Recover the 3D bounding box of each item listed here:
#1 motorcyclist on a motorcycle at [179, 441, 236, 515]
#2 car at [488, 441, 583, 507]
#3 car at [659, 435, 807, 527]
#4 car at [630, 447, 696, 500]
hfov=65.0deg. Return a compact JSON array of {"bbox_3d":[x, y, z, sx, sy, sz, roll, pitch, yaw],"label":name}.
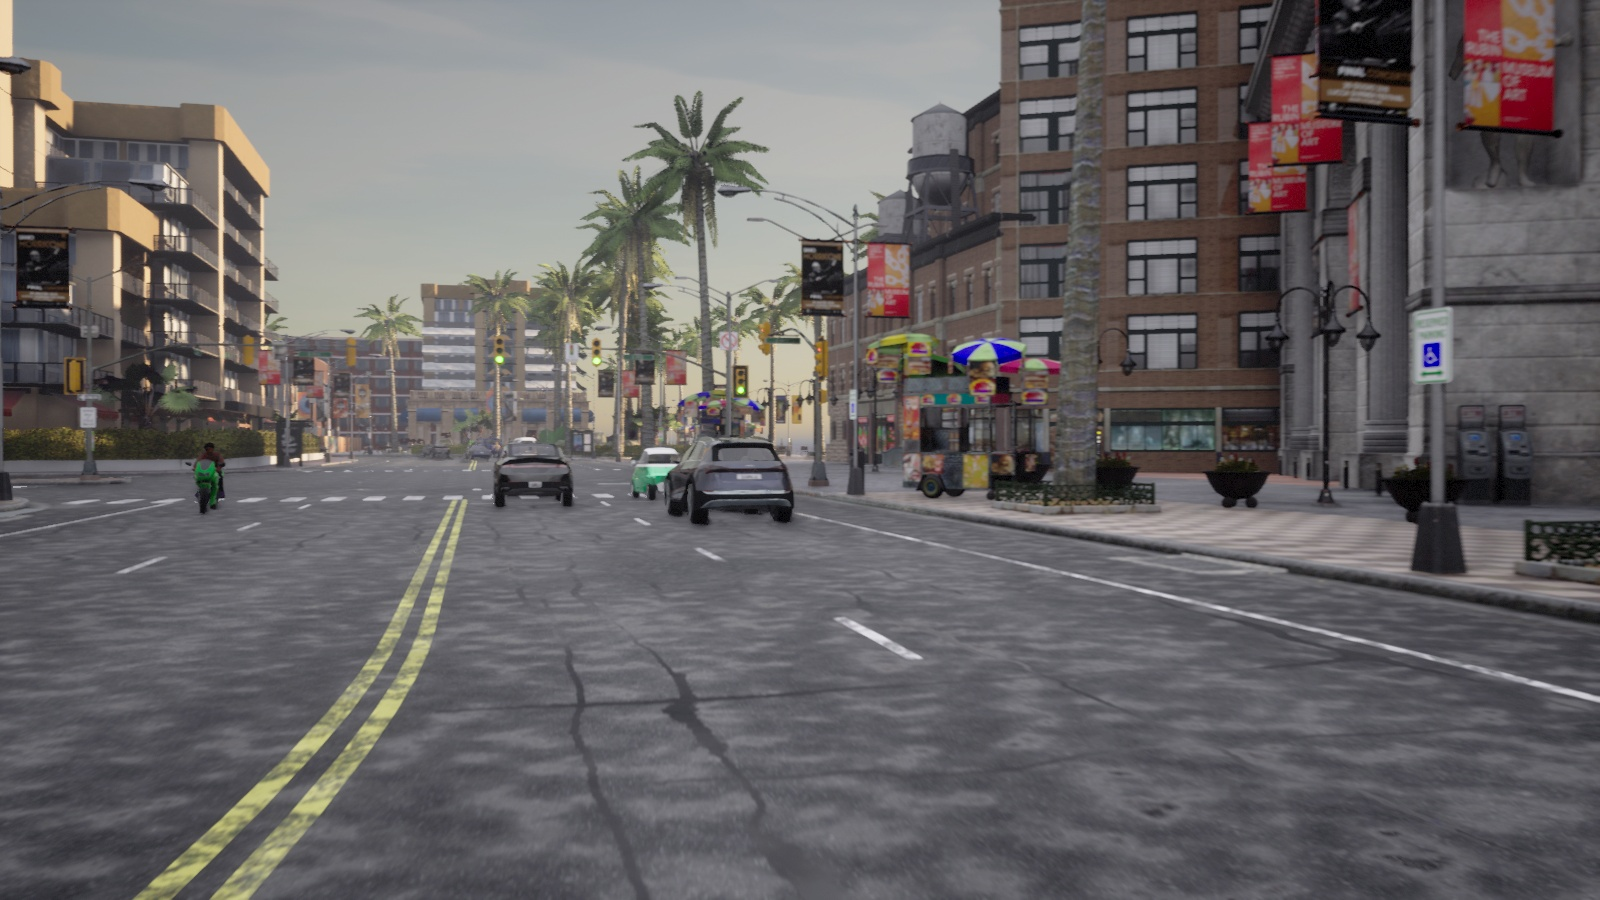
[{"bbox_3d":[-12.772,0.575,27.123,0.797,1.523,2.044,2,0,-17],"label":"motorcyclist on a motorcycle"},{"bbox_3d":[-6.689,0.525,31.380,2.128,1.511,4.902,0,0,-14],"label":"car"},{"bbox_3d":[-1.453,0.536,24.922,2.033,1.649,4.856,0,0,-14],"label":"car"},{"bbox_3d":[-3.744,0.609,34.021,1.481,1.376,2.207,0,1,-14],"label":"car"}]
